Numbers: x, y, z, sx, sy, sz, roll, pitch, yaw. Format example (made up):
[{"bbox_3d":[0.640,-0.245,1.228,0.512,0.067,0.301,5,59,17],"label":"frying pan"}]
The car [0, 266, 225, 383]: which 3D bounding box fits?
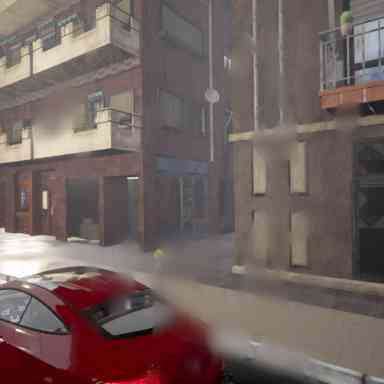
[{"bbox_3d":[-1.613,1.583,3.999,4.206,1.307,1.802,0,-1,36],"label":"car"}]
